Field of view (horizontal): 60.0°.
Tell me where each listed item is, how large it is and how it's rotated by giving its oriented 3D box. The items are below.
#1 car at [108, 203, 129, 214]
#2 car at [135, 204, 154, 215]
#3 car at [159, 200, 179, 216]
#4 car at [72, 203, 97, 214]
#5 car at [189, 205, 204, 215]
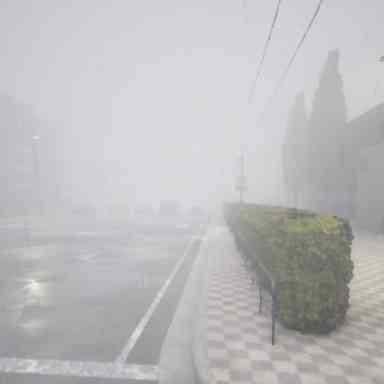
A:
[{"bbox_3d":[-10.055,2.221,45.868,1.882,1.535,5.008,1,-1,5],"label":"car"},{"bbox_3d":[-6.538,2.387,45.977,1.994,1.385,4.181,1,-1,5],"label":"car"},{"bbox_3d":[-3.054,2.103,44.983,2.150,2.045,5.566,1,-1,4],"label":"car"},{"bbox_3d":[-13.805,2.169,43.038,1.994,1.385,4.181,1,-1,5],"label":"car"},{"bbox_3d":[0.646,2.584,47.931,1.994,1.385,4.181,1,-1,5],"label":"car"}]
